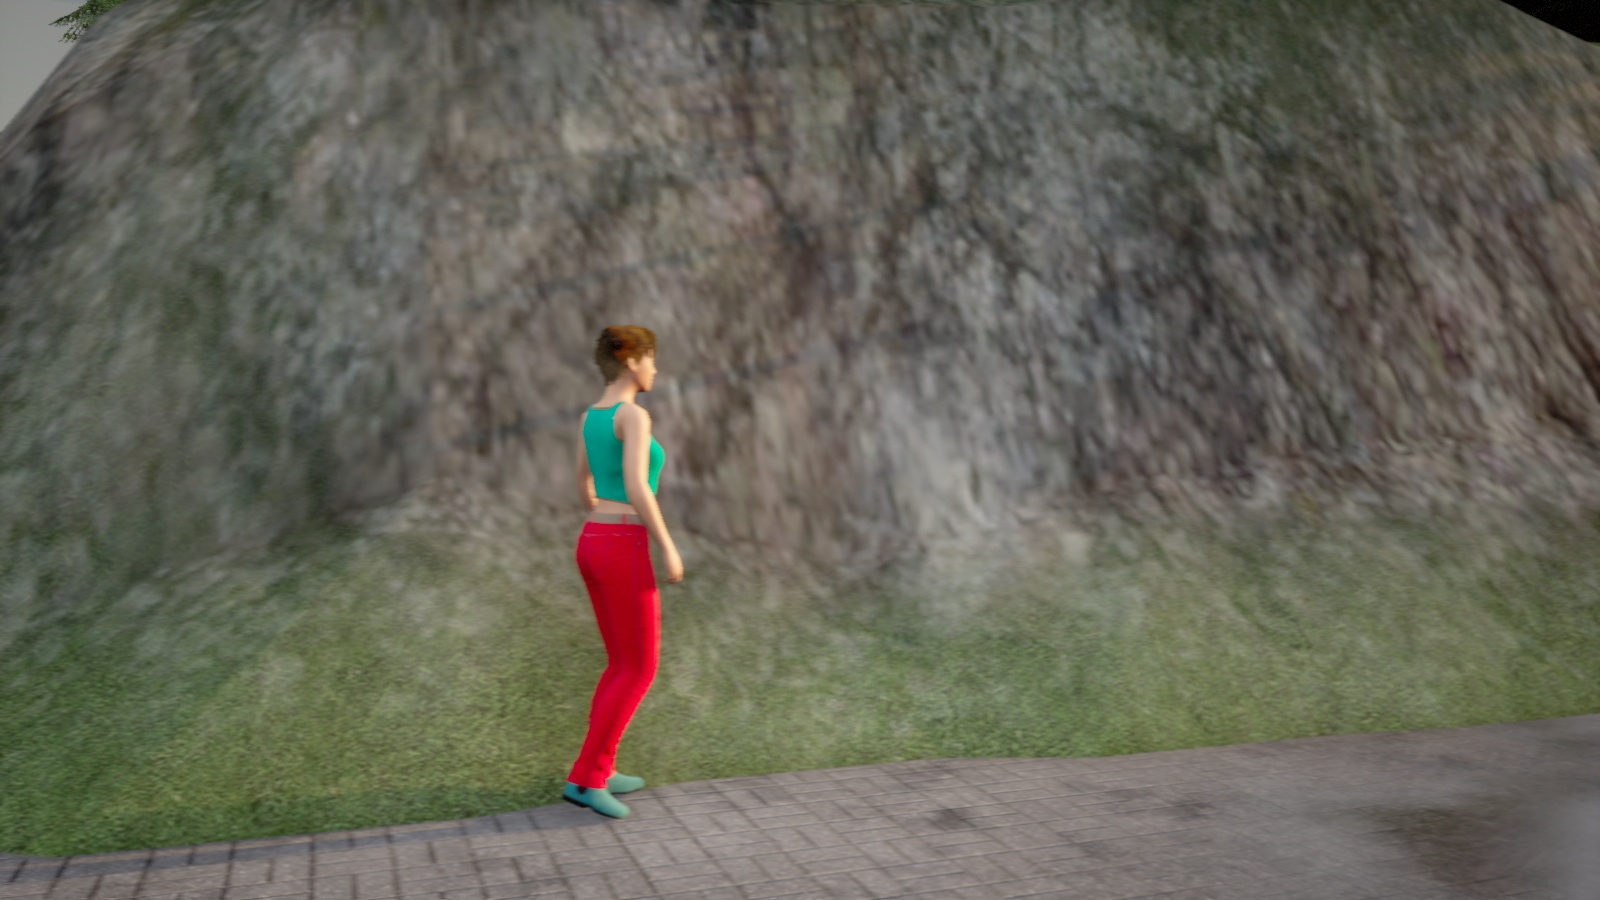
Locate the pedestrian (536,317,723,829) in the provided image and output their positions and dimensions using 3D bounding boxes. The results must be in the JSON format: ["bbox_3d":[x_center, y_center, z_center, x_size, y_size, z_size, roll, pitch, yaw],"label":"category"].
[{"bbox_3d":[-0.648,0.437,4.794,0.594,1.836,0.345,-1,1,-31],"label":"pedestrian"}]
